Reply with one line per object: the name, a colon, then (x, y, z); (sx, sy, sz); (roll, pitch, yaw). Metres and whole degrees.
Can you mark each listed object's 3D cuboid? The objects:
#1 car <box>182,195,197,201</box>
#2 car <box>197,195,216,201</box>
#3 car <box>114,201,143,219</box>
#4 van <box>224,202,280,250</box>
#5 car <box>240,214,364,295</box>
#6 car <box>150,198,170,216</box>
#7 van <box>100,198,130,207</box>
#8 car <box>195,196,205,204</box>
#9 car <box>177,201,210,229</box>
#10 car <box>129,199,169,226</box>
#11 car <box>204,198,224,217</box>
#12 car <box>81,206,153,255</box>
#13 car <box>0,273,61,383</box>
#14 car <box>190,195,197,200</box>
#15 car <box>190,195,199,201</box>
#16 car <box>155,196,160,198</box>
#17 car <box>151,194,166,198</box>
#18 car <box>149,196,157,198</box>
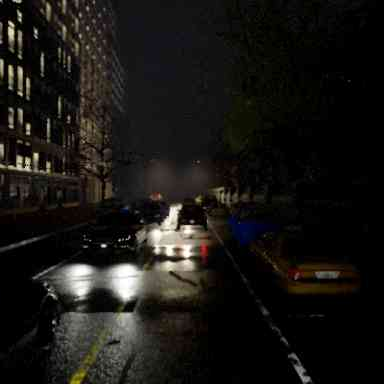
car: (-0.464, 1.491, 47.313); (1.882, 1.535, 5.008); (0, -1, -1)
car: (2.136, 1.327, 41.698); (2.192, 1.841, 5.009); (0, 0, -1)
car: (-5.686, 1.557, 30.410); (1.887, 1.381, 4.507); (0, 0, -1)
van: (2.521, 1.348, 13.970); (1.690, 1.788, 3.998); (0, 0, 0)
car: (2.550, 1.530, 8.596); (1.752, 1.417, 4.829); (0, 0, 0)
car: (-2.957, 1.535, 29.345); (1.882, 1.535, 5.008); (0, 0, -1)
van: (-5.609, 1.353, 24.864); (1.690, 1.788, 3.998); (0, 0, -1)
car: (1.533, 1.535, 64.051); (1.752, 1.417, 4.829); (0, 0, -2)
car: (-0.017, 1.535, 21.596); (1.812, 1.442, 4.674); (0, 0, -1)
car: (-2.956, 1.489, 23.762); (1.882, 1.535, 5.008); (0, 0, 0)
car: (2.335, 1.537, 30.772); (1.752, 1.417, 4.829); (0, 0, -1)
car: (-2.892, 1.512, 13.327); (1.837, 1.490, 4.892); (0, 0, 0)
car: (-2.876, 1.567, 3.220); (1.994, 1.385, 4.181); (0, 0, -2)
car: (0.459, 1.577, 91.602); (1.802, 1.307, 4.206); (0, 0, -2)
car: (0.692, 1.550, 86.057); (2.008, 1.369, 4.403); (0, 0, -2)
car: (-6.013, 1.596, 47.053); (1.802, 1.307, 4.206); (0, 0, -1)
car: (-6.311, 1.327, 58.144); (2.192, 1.841, 5.009); (0, 0, -2)
car: (-5.886, 1.558, 41.504); (1.887, 1.381, 4.507); (0, 0, -1)
